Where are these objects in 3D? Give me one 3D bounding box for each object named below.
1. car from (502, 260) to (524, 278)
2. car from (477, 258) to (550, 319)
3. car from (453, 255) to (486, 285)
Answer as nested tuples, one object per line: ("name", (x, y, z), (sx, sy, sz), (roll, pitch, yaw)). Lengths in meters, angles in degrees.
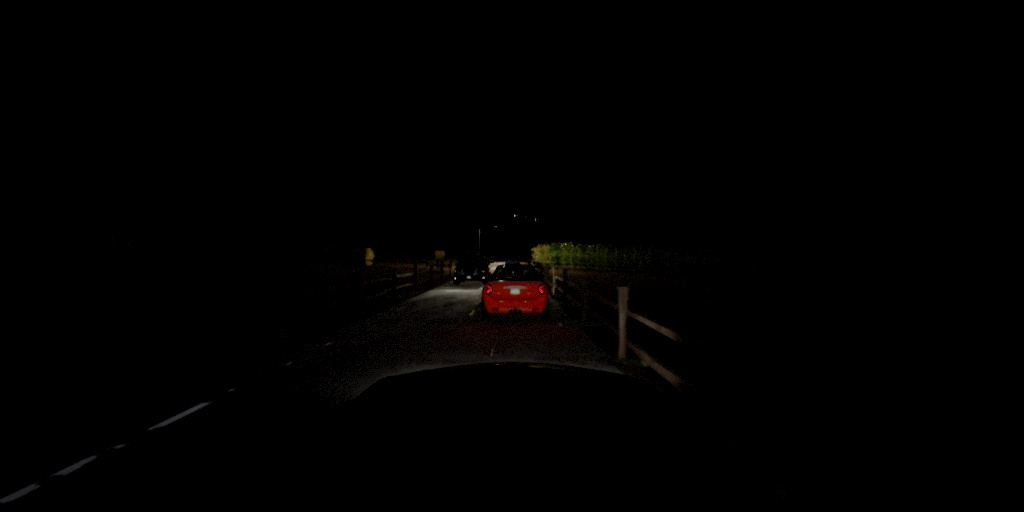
("car", (0.083, 1.143, 32.766), (1.812, 1.442, 4.674), (0, 0, 0))
("car", (0.098, 1.065, 12.769), (2.097, 1.767, 4.553), (0, 0, 0))
("car", (-2.753, 0.984, 25.639), (2.150, 2.045, 5.566), (0, 0, 0))
